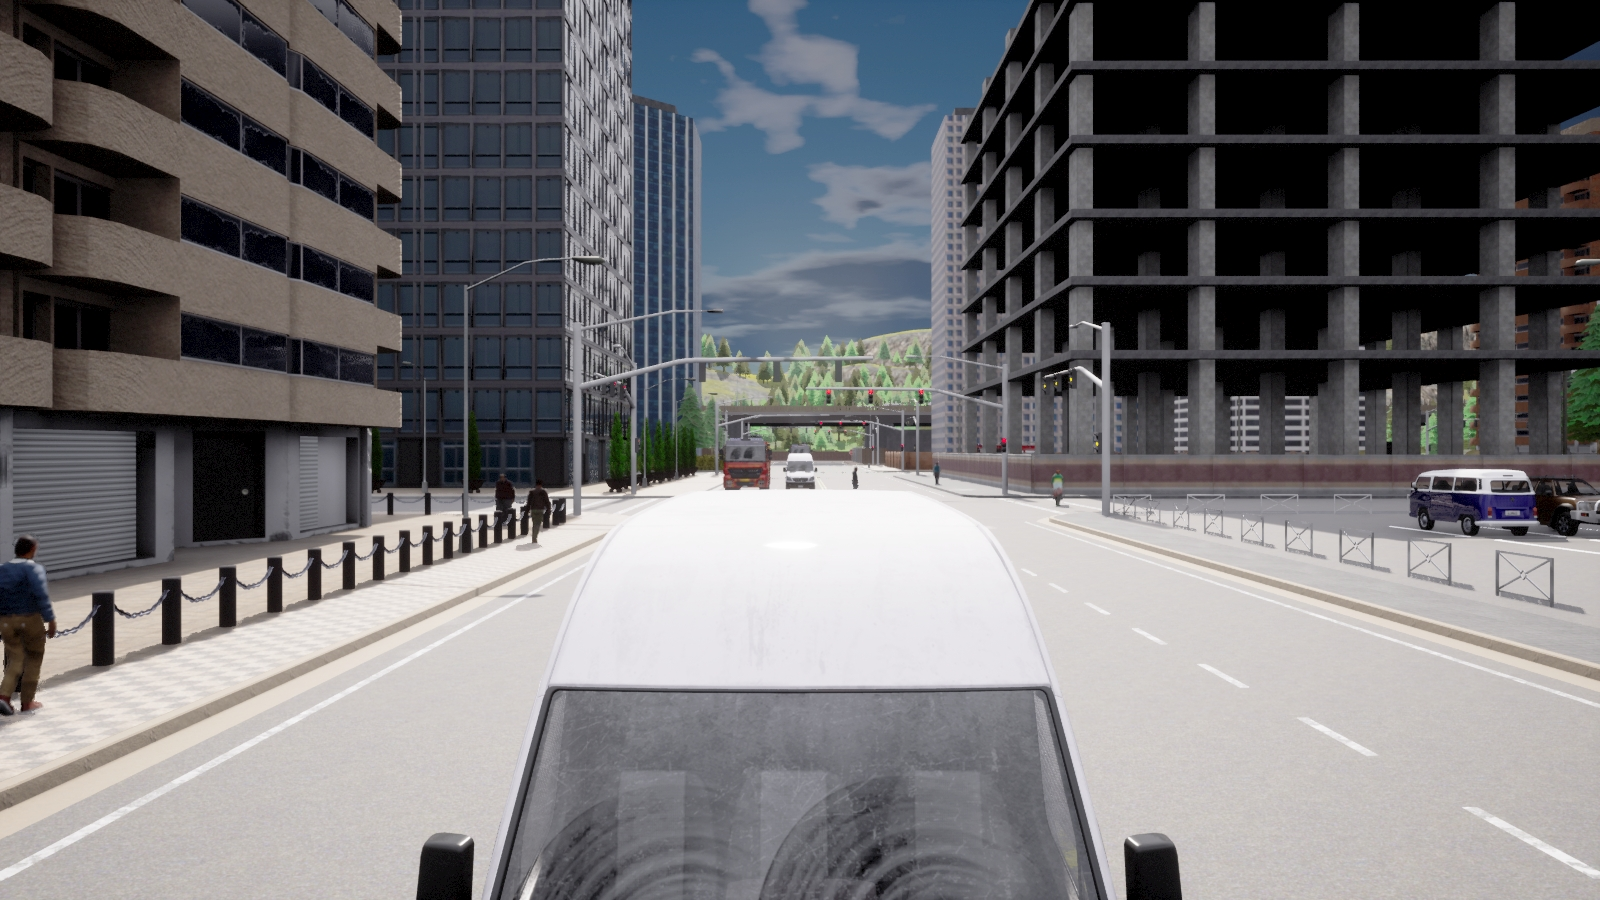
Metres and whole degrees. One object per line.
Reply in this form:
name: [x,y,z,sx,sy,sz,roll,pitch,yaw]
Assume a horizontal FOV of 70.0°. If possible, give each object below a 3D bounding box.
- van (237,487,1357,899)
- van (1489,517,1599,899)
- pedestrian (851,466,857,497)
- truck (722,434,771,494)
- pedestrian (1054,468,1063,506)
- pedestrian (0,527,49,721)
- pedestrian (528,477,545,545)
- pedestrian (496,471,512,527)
van: [-0.002,1.534,4.985,1.988,2.561,5.915,0,0,0]
van: [3.589,1.534,1.468,1.988,2.561,5.915,-1,0,2]
pedestrian: [3.198,1.849,67.425,0.375,1.860,0.375,0,0,2]
truck: [-3.496,0.891,77.013,2.891,3.827,8.468,0,0,0]
pedestrian: [12.545,1.793,55.497,0.375,1.860,0.375,0,0,7]
pedestrian: [-7.724,1.699,11.280,0.375,1.860,0.375,0,0,-1]
pedestrian: [-7.356,1.697,31.944,0.375,1.860,0.375,0,0,2]
pedestrian: [-9.986,1.651,38.543,0.375,1.860,0.375,0,0,14]
